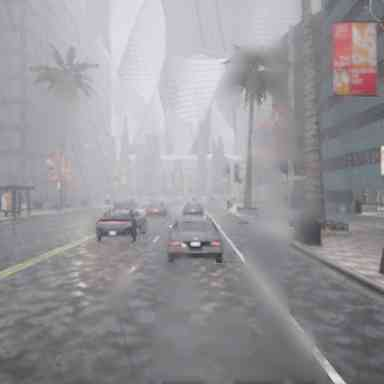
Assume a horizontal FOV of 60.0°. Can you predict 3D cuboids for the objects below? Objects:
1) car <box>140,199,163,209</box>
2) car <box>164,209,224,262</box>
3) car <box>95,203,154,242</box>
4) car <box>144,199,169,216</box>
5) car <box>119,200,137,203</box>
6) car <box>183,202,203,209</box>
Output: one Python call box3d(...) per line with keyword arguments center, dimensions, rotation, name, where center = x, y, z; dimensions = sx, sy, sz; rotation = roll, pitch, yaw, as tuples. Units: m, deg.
box3d(center=(-5.966, 1.769, 49.562), dimensions=(1.895, 1.301, 4.718), rotation=(0, 0, 13), name="car")
box3d(center=(0.099, 1.589, 12.278), dimensions=(2.033, 1.411, 5.357), rotation=(0, 0, 0), name="car")
box3d(center=(-3.402, 1.549, 16.676), dimensions=(2.128, 1.511, 4.902), rotation=(0, 0, 0), name="car")
box3d(center=(-3.405, 1.677, 33.102), dimensions=(1.994, 1.385, 4.181), rotation=(0, 0, 0), name="car")
box3d(center=(-9.698, 1.766, 48.493), dimensions=(1.895, 1.301, 4.718), rotation=(0, 0, 11), name="car")
box3d(center=(0.094, 1.676, 33.095), dimensions=(1.994, 1.385, 4.181), rotation=(0, 0, 0), name="car")
